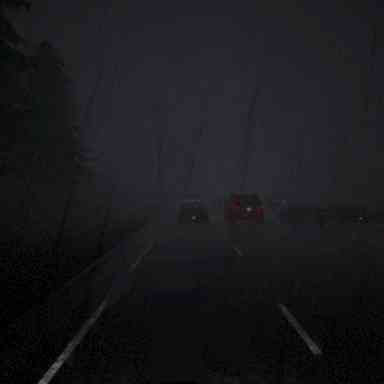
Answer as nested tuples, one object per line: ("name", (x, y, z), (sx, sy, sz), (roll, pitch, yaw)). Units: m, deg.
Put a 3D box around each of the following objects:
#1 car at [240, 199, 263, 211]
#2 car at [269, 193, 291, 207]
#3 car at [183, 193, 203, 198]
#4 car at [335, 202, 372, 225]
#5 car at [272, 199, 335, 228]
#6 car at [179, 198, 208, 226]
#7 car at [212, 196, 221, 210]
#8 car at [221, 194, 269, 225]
("car", (7.118, 1.541, 40.249), (1.895, 1.301, 4.718), (0, 0, 0))
("car", (10.619, 1.160, 41.016), (2.150, 2.045, 5.566), (0, 0, 0))
("car", (0.119, 1.161, 40.891), (2.150, 2.045, 5.566), (0, 0, 0))
("car", (10.611, 1.457, 23.333), (2.128, 1.511, 4.902), (0, 0, 0))
("car", (7.111, 1.459, 21.865), (2.128, 1.511, 4.902), (0, 0, 0))
("car", (0.111, 1.443, 23.015), (1.882, 1.535, 5.008), (0, 0, 0))
("car", (3.619, 1.290, 41.408), (2.097, 1.767, 4.553), (0, 0, 0))
("car", (3.611, 1.187, 23.736), (2.150, 2.045, 5.566), (0, 0, 0))
